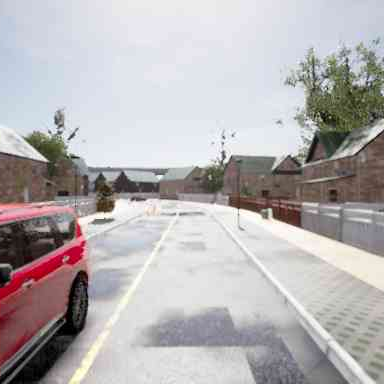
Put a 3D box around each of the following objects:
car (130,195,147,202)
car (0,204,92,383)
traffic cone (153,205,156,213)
[{"bbox_3d":[-10.762,1.337,66.739,1.895,1.301,4.718,0,0,-30],"label":"car"},{"bbox_3d":[-2.851,1.211,3.792,2.150,2.045,5.566,0,0,0],"label":"car"},{"bbox_3d":[-3.914,1.841,34.012,0.340,0.580,0.340,0,0,-2],"label":"traffic cone"}]
